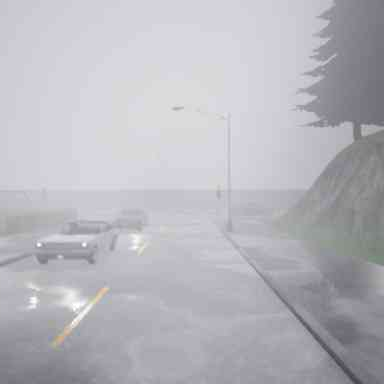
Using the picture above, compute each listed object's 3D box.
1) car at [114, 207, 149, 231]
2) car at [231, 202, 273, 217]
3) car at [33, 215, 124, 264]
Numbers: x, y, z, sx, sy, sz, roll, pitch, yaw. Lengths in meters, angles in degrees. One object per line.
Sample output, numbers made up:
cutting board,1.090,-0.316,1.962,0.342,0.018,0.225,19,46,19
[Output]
car,-4.162,1.832,23.167,1.837,1.490,4.892,0,-1,0
car,6.803,1.865,37.361,4.553,1.767,2.097,0,-1,-14
car,-4.152,1.784,12.718,1.895,1.301,4.718,0,-1,0
